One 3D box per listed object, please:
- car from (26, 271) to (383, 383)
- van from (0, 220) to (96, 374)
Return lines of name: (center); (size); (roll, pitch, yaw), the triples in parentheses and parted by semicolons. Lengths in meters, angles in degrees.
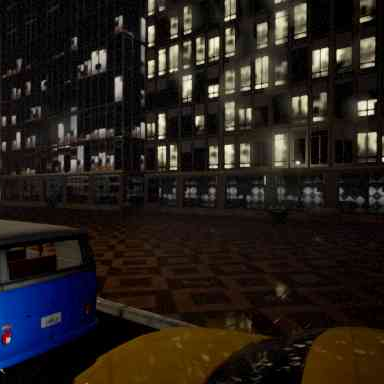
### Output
car: (1.123, 1.525, 2.066); (4.829, 1.417, 1.752); (0, 0, 35)
van: (-3.238, 1.341, 5.175); (3.998, 1.788, 1.690); (0, 0, 35)
